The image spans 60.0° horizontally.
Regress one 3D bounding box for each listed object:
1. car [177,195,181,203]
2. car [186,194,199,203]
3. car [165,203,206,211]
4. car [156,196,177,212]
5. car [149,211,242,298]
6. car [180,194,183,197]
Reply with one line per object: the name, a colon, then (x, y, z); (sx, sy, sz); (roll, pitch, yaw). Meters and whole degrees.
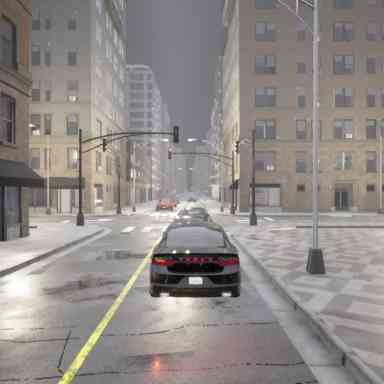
car: (-3.139, 1.543, 49.492); (2.033, 1.411, 5.357); (0, 0, 0)
car: (-0.032, 1.595, 70.801); (1.895, 1.301, 4.718); (0, 0, 0)
car: (0.081, 1.546, 18.392); (2.033, 1.411, 5.357); (0, 0, 6)
car: (-3.156, 1.474, 39.761); (1.882, 1.535, 5.008); (0, 0, -1)
car: (0.063, 1.477, 8.582); (1.882, 1.535, 5.008); (0, 0, 0)
car: (-3.155, 1.500, 59.667); (1.837, 1.490, 4.892); (0, 0, 0)
